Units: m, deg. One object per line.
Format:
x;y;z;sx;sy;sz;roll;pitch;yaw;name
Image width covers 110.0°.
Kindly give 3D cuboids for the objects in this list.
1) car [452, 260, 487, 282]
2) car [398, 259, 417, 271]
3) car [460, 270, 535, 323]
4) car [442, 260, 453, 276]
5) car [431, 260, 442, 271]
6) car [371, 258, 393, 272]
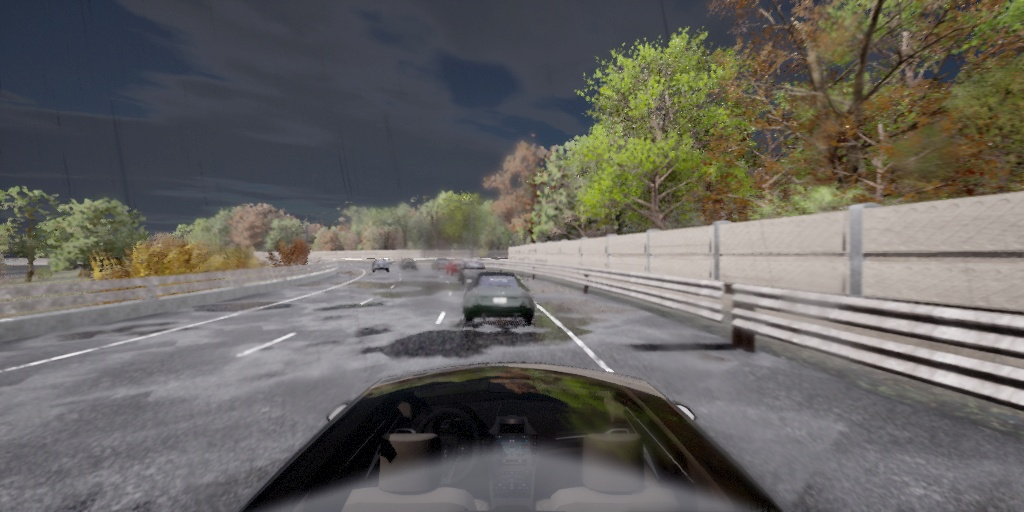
-2.789;1.143;25.166;2.128;1.511;4.902;0;0;-12;car
-13.565;1.097;46.523;1.837;1.490;4.892;0;1;-24;car
-0.503;1.230;11.417;1.994;1.385;4.181;2;-3;-6;car
-5.352;1.092;35.211;1.882;1.535;5.008;0;0;-18;car
-8.658;1.132;44.132;2.033;1.411;5.357;0;0;-23;car
-15.620;1.163;42.579;2.033;1.411;5.357;0;0;-23;car
